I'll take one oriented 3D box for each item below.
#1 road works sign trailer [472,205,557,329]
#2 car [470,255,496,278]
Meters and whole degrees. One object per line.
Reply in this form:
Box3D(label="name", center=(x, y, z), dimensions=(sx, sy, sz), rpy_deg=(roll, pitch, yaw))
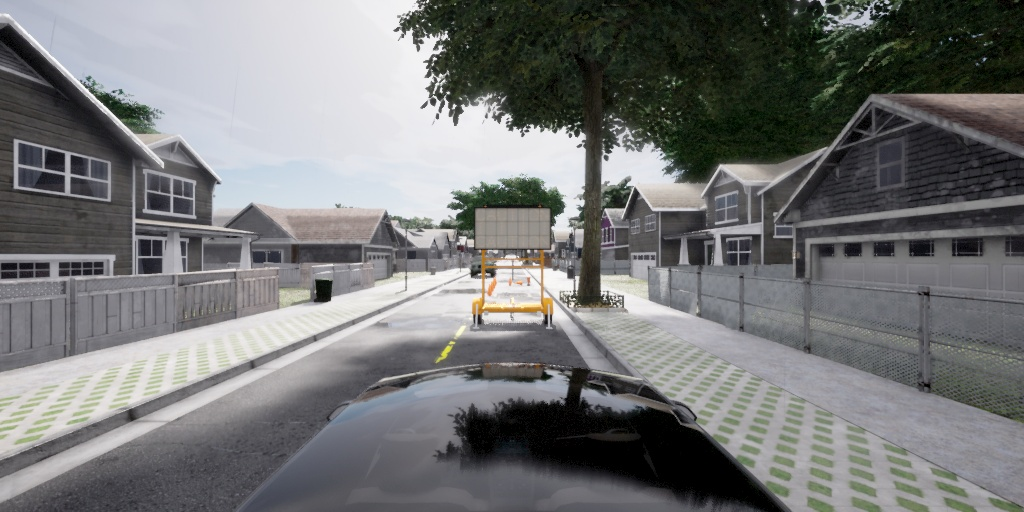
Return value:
Box3D(label="road works sign trailer", center=(0.023, 0.213, 11.233), dimensions=(2.380, 3.560, 2.880), rpy_deg=(0, 0, 0))
Box3D(label="car", center=(-2.688, 0.948, 34.240), dimensions=(2.150, 2.045, 5.566), rpy_deg=(0, 0, 0))
